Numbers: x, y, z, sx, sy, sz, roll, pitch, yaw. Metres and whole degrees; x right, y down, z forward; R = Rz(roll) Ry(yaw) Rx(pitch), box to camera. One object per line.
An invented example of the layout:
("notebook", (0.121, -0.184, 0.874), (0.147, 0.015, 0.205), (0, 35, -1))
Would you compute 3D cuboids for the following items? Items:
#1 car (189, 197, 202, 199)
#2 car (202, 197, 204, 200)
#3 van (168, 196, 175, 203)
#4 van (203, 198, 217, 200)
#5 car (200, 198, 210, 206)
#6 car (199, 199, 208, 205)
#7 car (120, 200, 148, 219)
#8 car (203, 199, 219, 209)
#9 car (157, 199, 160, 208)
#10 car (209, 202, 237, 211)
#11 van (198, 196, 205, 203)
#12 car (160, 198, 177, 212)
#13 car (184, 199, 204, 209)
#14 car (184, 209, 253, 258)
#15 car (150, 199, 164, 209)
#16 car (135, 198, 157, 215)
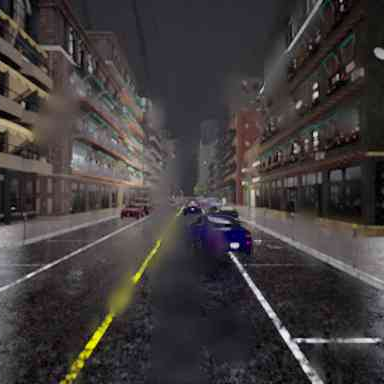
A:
("car", (0.082, 1.805, 54.764), (2.097, 1.767, 4.553), (0, -1, 0))
("car", (2.679, 2.050, 60.352), (1.887, 1.381, 4.507), (0, -1, 0))
("van", (-5.709, 2.177, 94.340), (1.690, 1.788, 3.998), (0, -1, 0))
("van", (2.685, 1.692, 43.360), (1.690, 1.788, 3.998), (0, -1, 0))
("car", (2.677, 2.053, 71.682), (1.967, 1.590, 4.097), (0, -1, 0))
("car", (2.675, 2.249, 77.346), (1.802, 1.307, 4.206), (0, -1, 0))
("car", (-5.693, 1.799, 32.029), (1.887, 1.381, 4.507), (0, 0, 0))
("car", (2.685, 1.853, 37.696), (2.008, 1.369, 4.403), (0, 0, 0))
("car", (-5.696, 1.917, 43.356), (1.947, 1.339, 4.313), (0, 0, 0))
("car", (2.688, 1.758, 26.366), (2.008, 1.369, 4.403), (0, 0, 0))
("van", (2.671, 2.178, 94.342), (1.690, 1.788, 3.998), (0, -1, 0))
("car", (-3.091, 1.877, 45.702), (1.837, 1.490, 4.892), (0, -1, 0))
("car", (0.087, 1.868, 37.896), (1.994, 1.385, 4.181), (0, 0, 0))
("car", (0.920, 1.629, 13.322), (1.812, 1.442, 4.674), (0, 0, -13))
("car", (-5.699, 1.892, 54.687), (1.967, 1.590, 4.097), (0, -1, 0))
("car", (-5.693, 1.617, 37.696), (2.192, 1.841, 5.009), (0, 0, 0))
